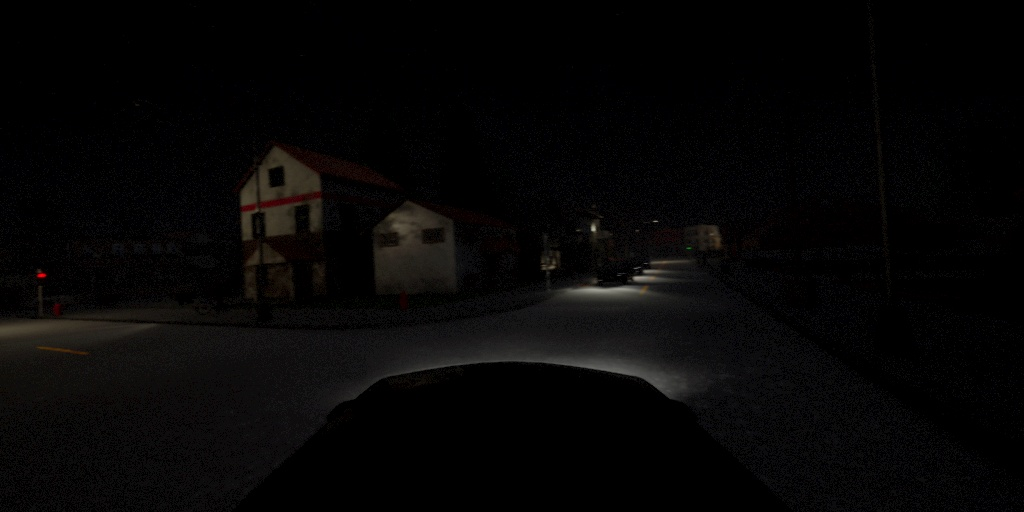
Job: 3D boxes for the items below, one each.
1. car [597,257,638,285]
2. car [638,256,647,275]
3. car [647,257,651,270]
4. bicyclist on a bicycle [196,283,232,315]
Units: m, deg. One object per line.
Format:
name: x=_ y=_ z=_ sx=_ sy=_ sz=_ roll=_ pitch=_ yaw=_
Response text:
car: x=7.193 y=1.078 z=24.743 sx=1.882 sy=1.535 sz=5.008 roll=-4 pitch=-1 yaw=26
car: x=11.187 y=0.949 z=33.532 sx=1.882 sy=1.535 sz=5.008 roll=-4 pitch=-1 yaw=24
car: x=15.527 y=0.808 z=43.091 sx=1.882 sy=1.535 sz=5.008 roll=-4 pitch=-1 yaw=25
bicyclist on a bicycle: x=-15.658 y=2.211 z=18.860 sx=0.582 sy=1.620 sz=1.656 roll=-3 pitch=0 yaw=24
